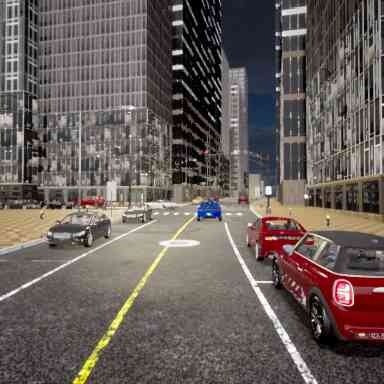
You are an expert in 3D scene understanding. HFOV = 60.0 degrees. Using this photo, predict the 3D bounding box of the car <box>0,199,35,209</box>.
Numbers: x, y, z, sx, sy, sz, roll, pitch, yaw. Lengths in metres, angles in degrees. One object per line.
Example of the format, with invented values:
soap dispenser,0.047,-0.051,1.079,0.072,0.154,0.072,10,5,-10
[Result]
car,-22.399,1.653,43.249,4.403,1.369,2.008,0,-1,13

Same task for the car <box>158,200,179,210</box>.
car,-4.151,1.687,43.425,4.718,1.301,1.895,-1,-1,34

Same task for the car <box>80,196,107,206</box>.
car,-15.147,1.535,49.631,5.009,1.841,2.192,0,-1,13

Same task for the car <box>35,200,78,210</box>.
car,-16.958,1.637,41.959,4.313,1.339,1.947,0,-1,13

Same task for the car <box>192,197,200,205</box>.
car,1.162,1.640,62.559,1.752,1.417,4.829,1,0,12

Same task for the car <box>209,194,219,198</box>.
car,5.157,1.491,78.798,2.192,1.841,5.009,1,0,14

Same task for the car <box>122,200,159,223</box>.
car,-4.129,1.573,25.696,2.008,1.369,4.403,1,0,5

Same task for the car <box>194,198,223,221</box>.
car,1.480,1.494,27.165,1.882,1.535,5.008,0,0,5

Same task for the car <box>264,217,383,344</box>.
car,2.815,1.441,6.358,1.967,1.590,4.097,1,0,2

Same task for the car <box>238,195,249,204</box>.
car,10.079,1.410,65.113,2.192,1.841,5.009,1,0,13

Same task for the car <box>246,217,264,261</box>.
car,3.007,1.547,11.998,1.887,1.381,4.507,1,0,3

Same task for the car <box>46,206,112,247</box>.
car,-4.880,1.561,14.906,2.008,1.369,4.403,1,0,3

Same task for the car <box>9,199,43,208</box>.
car,-26.033,1.833,52.209,4.403,1.369,2.008,0,-1,13
